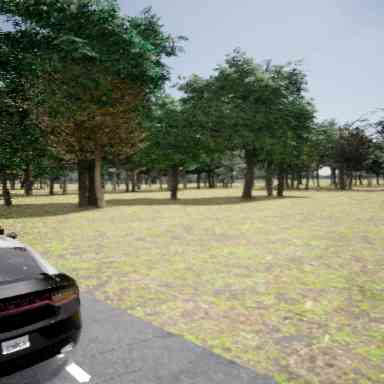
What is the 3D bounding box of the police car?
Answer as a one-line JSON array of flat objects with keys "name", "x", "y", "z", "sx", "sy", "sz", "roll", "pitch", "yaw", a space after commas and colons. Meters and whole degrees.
[{"name": "police car", "x": -3.653, "y": 1.409, "z": 5.333, "sx": 1.930, "sy": 1.638, "sz": 5.238, "roll": -3, "pitch": 2, "yaw": -44}]
